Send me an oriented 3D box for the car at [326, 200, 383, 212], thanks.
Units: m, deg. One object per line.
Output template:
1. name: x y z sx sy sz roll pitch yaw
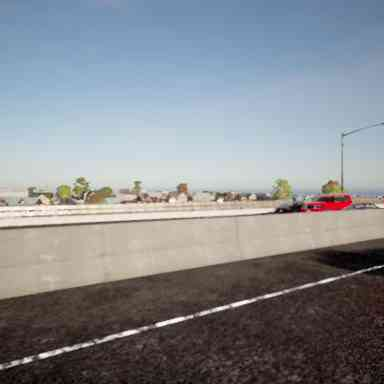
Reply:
1. car: 13.186 1.584 26.034 5.357 1.411 2.033 0 0 -35

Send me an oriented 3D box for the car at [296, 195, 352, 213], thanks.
1. car: 12.164 1.263 29.578 5.566 2.045 2.150 1 0 -35

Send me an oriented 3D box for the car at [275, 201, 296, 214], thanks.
1. car: 10.003 1.602 32.333 4.181 1.385 1.994 0 0 -34
